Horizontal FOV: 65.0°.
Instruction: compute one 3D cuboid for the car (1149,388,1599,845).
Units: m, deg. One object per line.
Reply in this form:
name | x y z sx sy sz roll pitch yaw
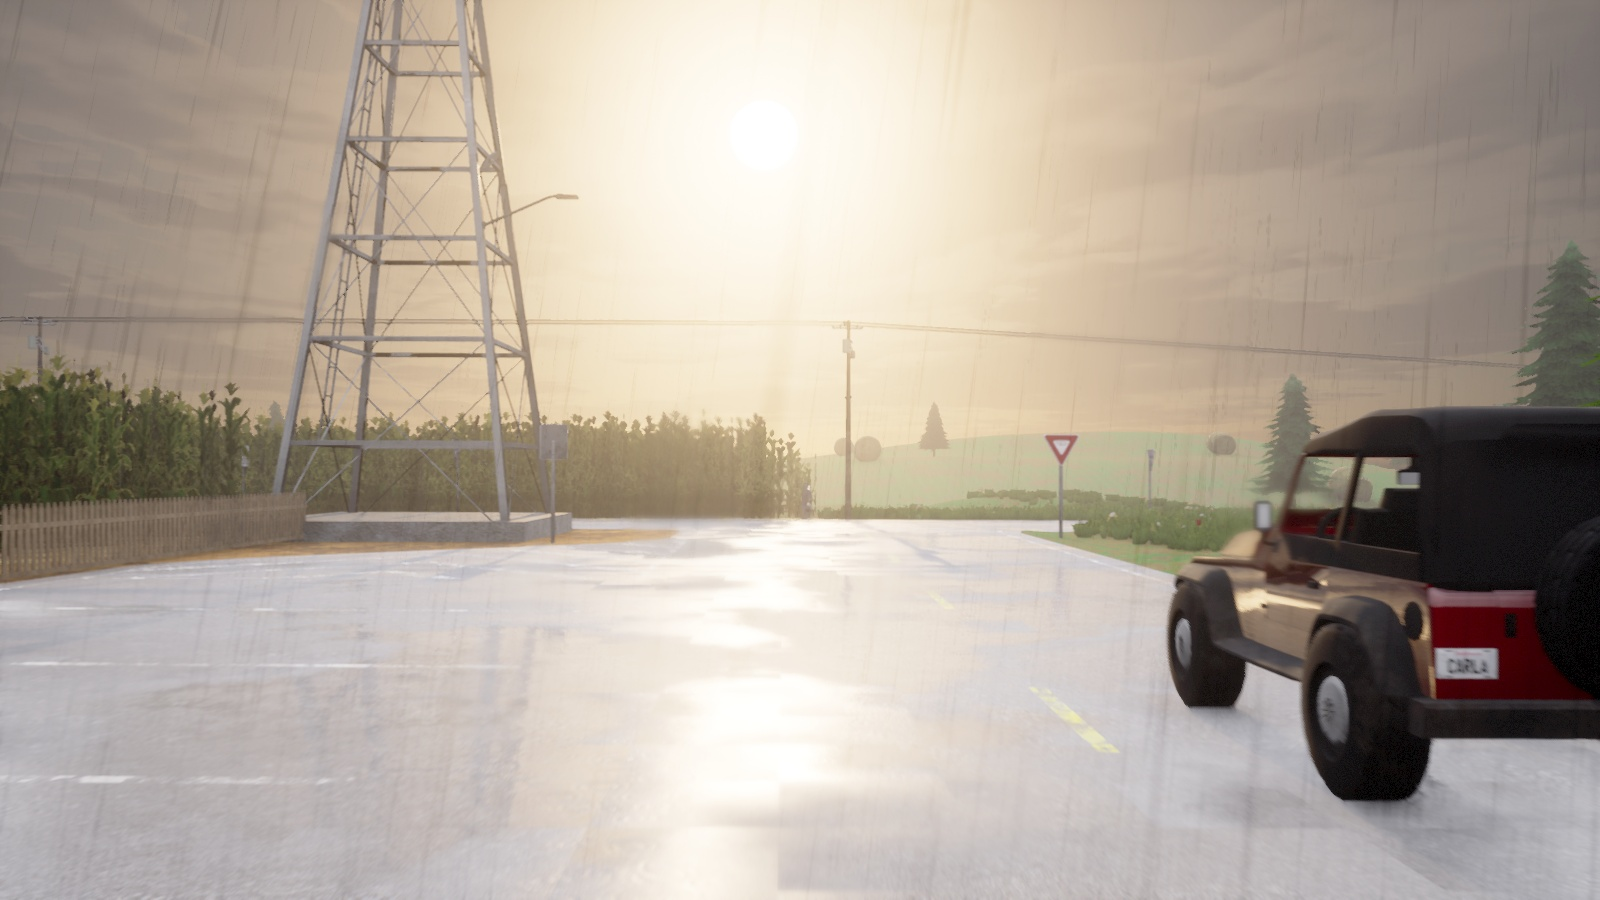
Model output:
car | 3.482 0.716 7.118 1.905 1.878 3.866 0 -1 0
